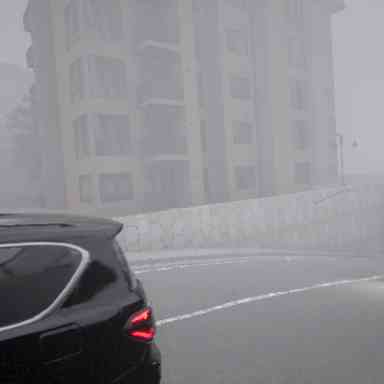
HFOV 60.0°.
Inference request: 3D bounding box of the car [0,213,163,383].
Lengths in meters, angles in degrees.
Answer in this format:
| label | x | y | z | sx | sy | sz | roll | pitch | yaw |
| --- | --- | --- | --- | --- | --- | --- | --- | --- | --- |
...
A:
| label | x | y | z | sx | sy | sz | roll | pitch | yaw |
| --- | --- | --- | --- | --- | --- | --- | --- | --- | --- |
| car | -2.842 | 1.248 | 1.900 | 5.566 | 2.045 | 2.150 | -1 | 1 | -36 |
